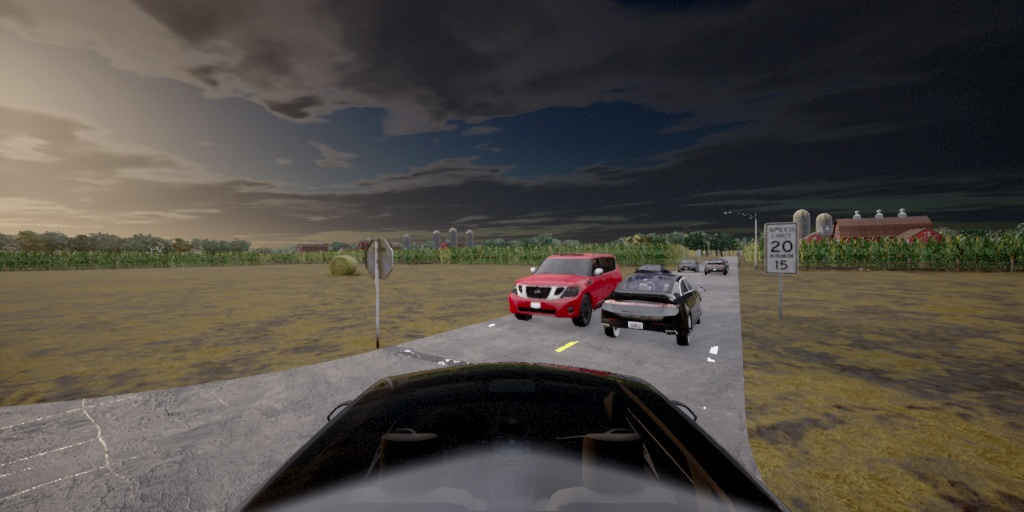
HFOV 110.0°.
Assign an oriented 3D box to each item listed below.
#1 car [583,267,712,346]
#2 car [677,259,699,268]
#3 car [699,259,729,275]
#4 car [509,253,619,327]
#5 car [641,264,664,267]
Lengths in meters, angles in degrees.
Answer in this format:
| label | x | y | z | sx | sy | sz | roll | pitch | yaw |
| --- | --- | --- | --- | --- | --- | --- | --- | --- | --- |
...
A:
| label | x | y | z | sx | sy | sz | roll | pitch | yaw |
| --- | --- | --- | --- | --- | --- | --- | --- | --- | --- |
| car | 3.852 | 1.212 | 9.488 | 2.128 | 1.511 | 4.902 | 0 | 0 | 32 |
| car | 19.607 | 1.075 | 39.763 | 1.837 | 1.490 | 4.892 | 0 | 0 | 33 |
| car | 20.325 | 1.076 | 35.627 | 2.128 | 1.511 | 4.902 | 0 | 0 | 33 |
| car | 2.076 | 0.931 | 11.958 | 2.150 | 2.045 | 5.566 | 0 | 1 | 32 |
| car | 8.968 | 1.220 | 22.983 | 1.994 | 1.385 | 4.181 | 0 | 1 | 32 |
